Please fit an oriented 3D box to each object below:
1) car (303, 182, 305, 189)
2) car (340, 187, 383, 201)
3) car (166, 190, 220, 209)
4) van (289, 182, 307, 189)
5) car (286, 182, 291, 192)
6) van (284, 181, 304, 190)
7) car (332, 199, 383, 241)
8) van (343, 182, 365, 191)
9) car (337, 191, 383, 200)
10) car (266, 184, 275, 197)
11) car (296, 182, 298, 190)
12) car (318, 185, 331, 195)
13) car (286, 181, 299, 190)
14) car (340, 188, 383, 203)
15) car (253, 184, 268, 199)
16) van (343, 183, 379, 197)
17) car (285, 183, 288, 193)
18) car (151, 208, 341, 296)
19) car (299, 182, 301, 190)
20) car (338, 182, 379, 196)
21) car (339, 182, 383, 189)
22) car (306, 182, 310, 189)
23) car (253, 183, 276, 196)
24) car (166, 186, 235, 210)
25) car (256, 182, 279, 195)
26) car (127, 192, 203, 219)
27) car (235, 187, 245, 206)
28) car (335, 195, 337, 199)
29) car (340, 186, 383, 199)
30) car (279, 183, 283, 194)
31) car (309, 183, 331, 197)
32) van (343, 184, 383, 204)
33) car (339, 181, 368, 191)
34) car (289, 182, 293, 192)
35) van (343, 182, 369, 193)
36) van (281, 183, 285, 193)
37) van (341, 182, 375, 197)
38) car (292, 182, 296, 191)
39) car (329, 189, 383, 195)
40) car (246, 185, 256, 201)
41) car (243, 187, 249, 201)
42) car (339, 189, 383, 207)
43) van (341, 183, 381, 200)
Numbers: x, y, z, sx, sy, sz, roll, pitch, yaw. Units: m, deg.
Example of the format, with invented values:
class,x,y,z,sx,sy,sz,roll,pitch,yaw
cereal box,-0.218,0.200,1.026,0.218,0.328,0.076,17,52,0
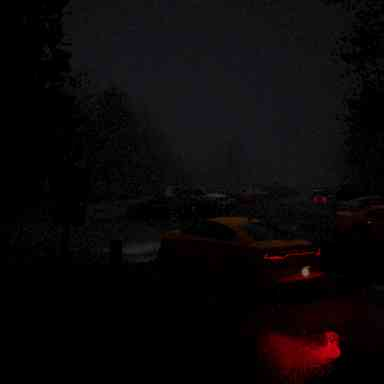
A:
class,x,y,z,sx,sy,sz,roll,pitch,yaw
car,23.180,-1.210,77.684,5.008,1.535,2.097,1,2,24
car,20.209,0.218,39.377,4.792,1.488,2.163,1,2,24
car,-0.867,0.881,24.627,5.008,1.535,2.097,1,3,24
van,28.801,-1.817,90.344,4.442,1.987,1.878,1,1,24
car,13.992,-0.453,57.478,4.792,1.488,2.163,1,2,24
van,25.370,-1.619,82.775,4.442,1.987,1.878,1,2,24
car,8.799,1.310,14.302,5.008,1.535,2.097,1,3,24
van,36.346,-1.319,74.746,4.442,1.987,1.878,1,2,24
car,9.976,1.071,16.803,4.553,1.767,2.185,1,3,24
car,7.316,0.084,42.233,5.366,1.575,1.946,1,3,24
car,17.462,-0.754,65.043,4.892,1.521,2.231,1,2,24
car,22.617,-0.451,56.717,1.882,1.535,5.008,1,2,24
car,18.596,-0.845,67.575,4.892,1.521,2.231,1,2,24
car,19.119,0.316,36.975,4.792,1.488,2.163,1,3,24
car,5.884,0.182,39.972,5.366,1.575,1.946,1,3,24
van,23.717,-0.317,46.894,4.442,1.987,1.878,1,2,24
car,12.846,-0.362,54.951,4.792,1.488,2.163,1,2,24
car,0.905,1.376,8.522,1.882,1.535,5.008,2,-1,-31
car,19.579,-0.943,70.176,5.366,1.575,1.946,1,2,24
car,25.872,-0.526,51.995,5.566,2.045,2.435,1,2,24
car,15.637,0.377,29.288,5.566,2.045,2.435,1,3,24
car,26.648,-1.733,85.242,5.566,2.045,2.435,1,2,24
car,8.284,-0.018,44.831,4.892,1.521,2.231,1,3,24
car,0.299,0.515,27.132,5.566,2.045,2.435,1,3,24
car,9.465,-0.241,47.341,4.553,1.767,2.185,1,2,24
car,-2.044,1.025,22.117,4.792,1.488,2.163,1,3,24
car,1.589,0.651,29.605,5.366,1.575,1.946,1,3,24
car,11.013,1.115,19.242,4.792,1.488,2.163,1,3,24
car,22.473,-0.002,44.426,5.008,1.535,2.097,1,2,24
car,10.608,-0.180,49.872,4.792,1.488,2.163,1,2,24
car,18.366,-0.099,47.344,2.128,1.511,4.902,1,2,24
van,18.055,0.171,34.406,4.442,1.987,1.878,1,3,24
car,35.070,-1.256,72.283,5.566,2.045,2.435,1,2,24
car,15.138,-0.544,60.005,4.792,1.488,2.163,1,2,24
van,31.772,-0.956,64.659,4.442,1.987,1.878,1,2,24
van,11.834,-0.524,52.354,4.442,1.987,1.878,1,2,24
van,24.648,-0.411,49.512,4.442,1.987,1.878,1,2,24
car,16.141,-0.670,62.595,5.366,1.575,1.946,1,2,24
car,13.157,0.851,24.347,5.366,1.575,1.946,1,3,24
car,3.542,0.415,34.810,5.366,1.575,1.946,1,3,24
car,2.571,0.537,32.205,4.892,1.521,2.231,1,3,24
car,16.729,0.541,31.844,4.792,1.488,2.163,1,3,24
van,21.220,-0.136,41.929,4.442,1.987,1.878,1,2,24
